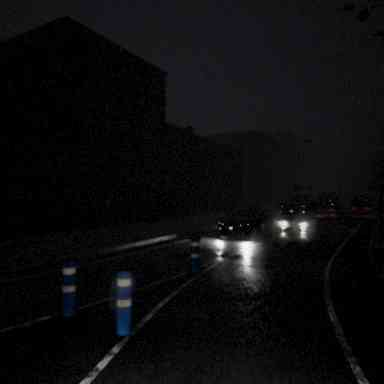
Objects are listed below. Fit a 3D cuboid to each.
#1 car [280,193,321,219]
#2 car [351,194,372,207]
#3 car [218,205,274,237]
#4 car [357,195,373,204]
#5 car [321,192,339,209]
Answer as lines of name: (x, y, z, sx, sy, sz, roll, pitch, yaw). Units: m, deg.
car: (9.365, 1.136, 28.975, 2.150, 2.045, 5.566, 0, 1, 31)
car: (23.140, 1.084, 45.700, 2.097, 1.767, 4.553, 0, 0, 31)
car: (3.132, 1.520, 18.413, 1.837, 1.490, 4.892, 0, 0, 31)
car: (28.266, 1.201, 54.329, 2.033, 1.411, 5.357, 0, 0, 31)
car: (17.195, 1.004, 42.178, 2.150, 2.045, 5.566, 0, 1, 31)
